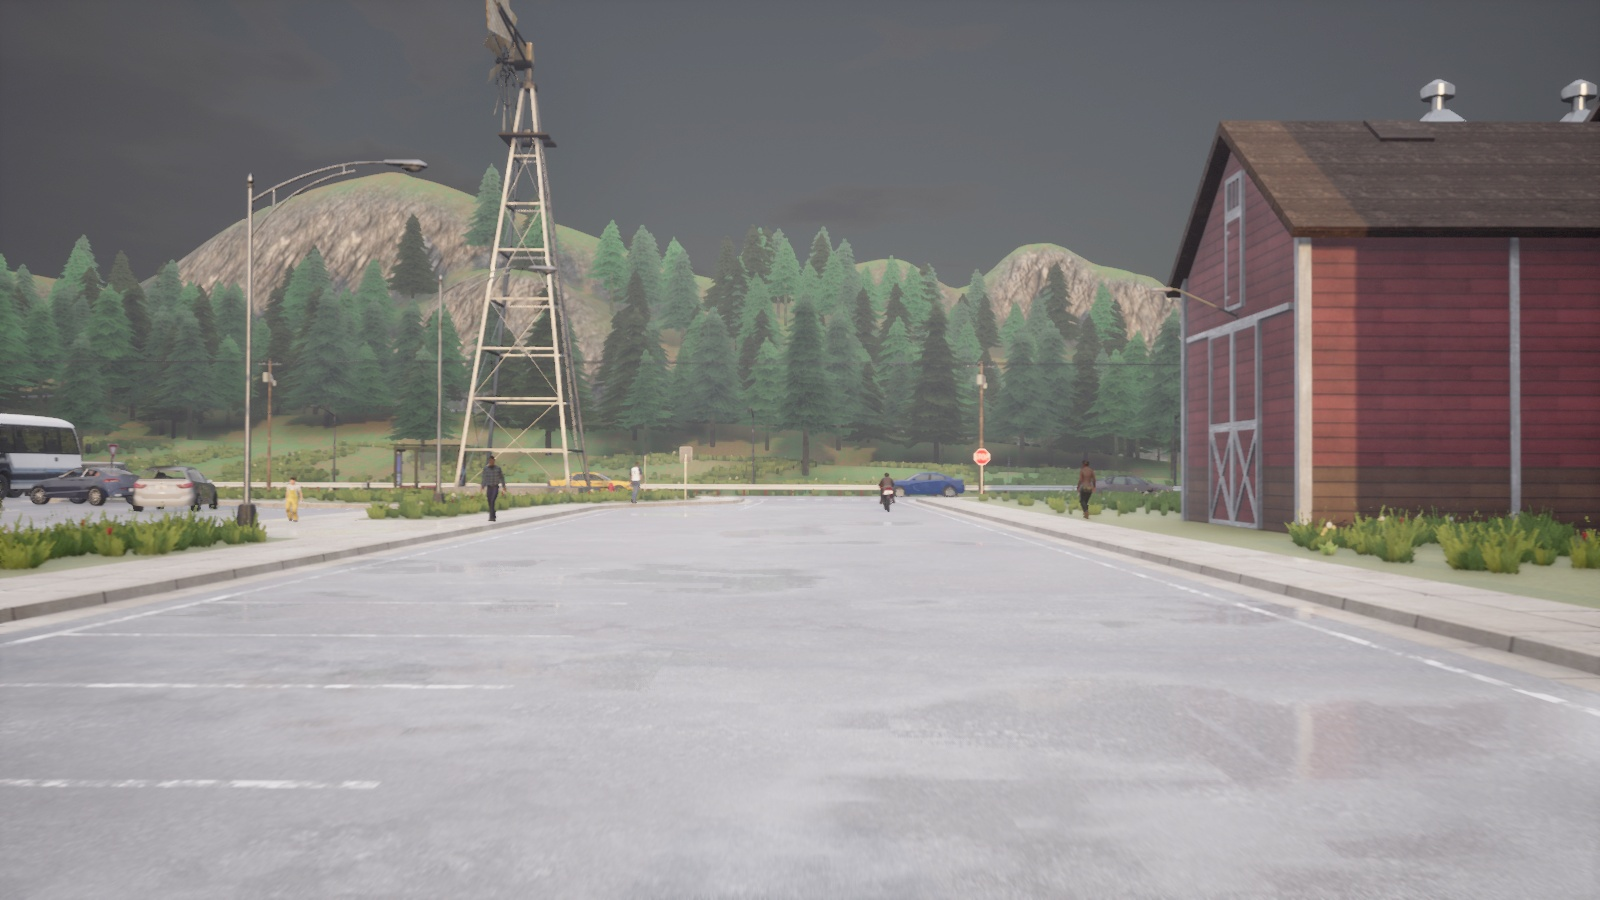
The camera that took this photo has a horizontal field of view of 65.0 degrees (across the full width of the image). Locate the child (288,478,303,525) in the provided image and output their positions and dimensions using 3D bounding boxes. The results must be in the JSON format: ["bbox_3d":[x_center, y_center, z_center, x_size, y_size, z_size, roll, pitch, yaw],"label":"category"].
[{"bbox_3d":[-13.538,1.374,33.678,0.270,1.263,0.437,0,-1,-7],"label":"child"}]

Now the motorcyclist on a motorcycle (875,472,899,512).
[{"bbox_3d":[3.383,1.611,48.951,0.797,1.523,2.044,0,-1,0],"label":"motorcyclist on a motorcycle"}]

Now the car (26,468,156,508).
[{"bbox_3d":[-30.345,1.624,53.761,5.027,1.651,2.152,-1,-1,21],"label":"car"}]

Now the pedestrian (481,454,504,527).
[{"bbox_3d":[-8.281,1.076,33.843,0.423,1.949,0.788,0,-1,0],"label":"pedestrian"}]

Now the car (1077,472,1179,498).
[{"bbox_3d":[18.894,2.012,72.470,5.357,1.411,2.033,0,-1,1],"label":"car"}]

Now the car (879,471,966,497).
[{"bbox_3d":[7.402,2.048,75.986,5.008,1.535,1.882,0,-1,-3],"label":"car"}]

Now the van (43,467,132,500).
[{"bbox_3d":[-43.614,2.043,76.925,4.442,1.987,1.775,0,-1,1],"label":"van"}]

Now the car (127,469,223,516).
[{"bbox_3d":[-23.175,1.543,46.789,2.242,1.667,4.611,0,-1,-14],"label":"car"}]

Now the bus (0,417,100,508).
[{"bbox_3d":[-39.661,0.657,62.665,3.944,4.253,10.273,0,-1,-1],"label":"bus"}]

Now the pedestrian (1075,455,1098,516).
[{"bbox_3d":[8.582,1.071,37.668,0.328,1.805,0.869,0,-1,-11],"label":"pedestrian"}]

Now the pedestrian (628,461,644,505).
[{"bbox_3d":[-7.019,1.407,53.743,0.354,1.836,0.706,-1,-1,20],"label":"pedestrian"}]

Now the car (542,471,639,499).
[{"bbox_3d":[-12.139,2.036,72.944,5.366,1.575,1.801,0,-1,1],"label":"car"}]
